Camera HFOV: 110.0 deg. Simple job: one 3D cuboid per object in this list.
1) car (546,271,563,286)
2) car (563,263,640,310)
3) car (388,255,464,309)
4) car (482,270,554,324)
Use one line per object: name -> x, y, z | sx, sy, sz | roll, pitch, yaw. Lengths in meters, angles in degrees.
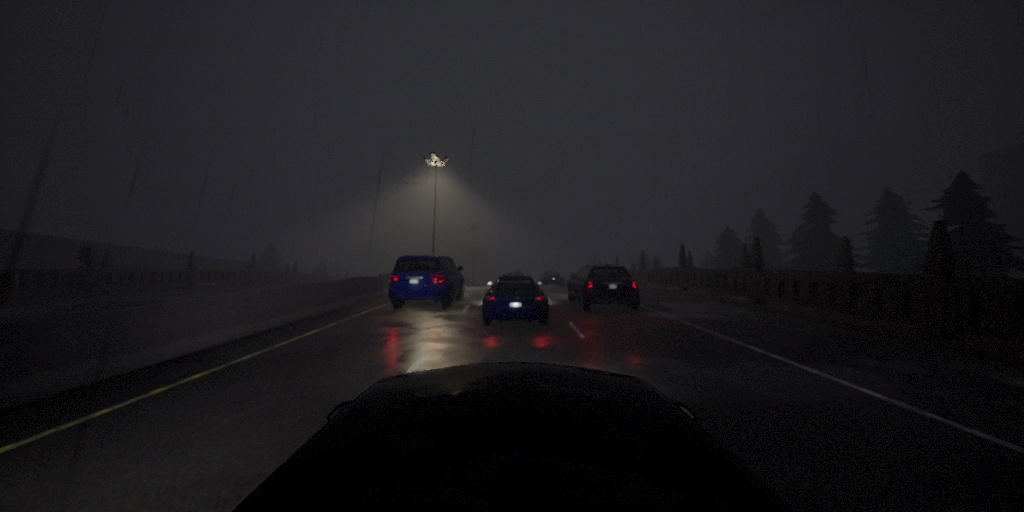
car -> 3.609, 2.094, 33.071 | 1.994, 1.385, 4.181 | 0, -4, 0
car -> 3.603, 1.127, 14.921 | 2.097, 1.767, 4.553 | 0, 0, 0
car -> -3.396, 0.999, 15.142 | 2.150, 2.045, 5.566 | 0, 0, 0
car -> 0.103, 1.327, 11.984 | 1.994, 1.385, 4.181 | 0, 0, 0
